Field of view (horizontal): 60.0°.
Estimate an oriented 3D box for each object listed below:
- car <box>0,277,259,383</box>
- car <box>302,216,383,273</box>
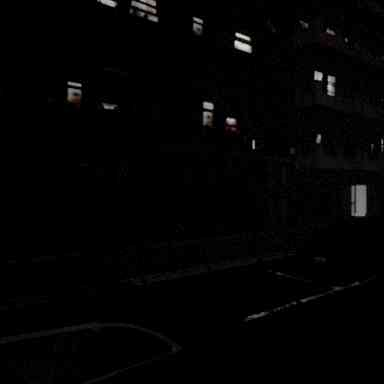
[{"bbox_3d":[-1.689,1.493,2.173,4.902,1.511,2.128,-1,0,-35],"label":"car"},{"bbox_3d":[5.276,1.459,10.317,4.313,1.339,1.947,-1,1,-35],"label":"car"}]
